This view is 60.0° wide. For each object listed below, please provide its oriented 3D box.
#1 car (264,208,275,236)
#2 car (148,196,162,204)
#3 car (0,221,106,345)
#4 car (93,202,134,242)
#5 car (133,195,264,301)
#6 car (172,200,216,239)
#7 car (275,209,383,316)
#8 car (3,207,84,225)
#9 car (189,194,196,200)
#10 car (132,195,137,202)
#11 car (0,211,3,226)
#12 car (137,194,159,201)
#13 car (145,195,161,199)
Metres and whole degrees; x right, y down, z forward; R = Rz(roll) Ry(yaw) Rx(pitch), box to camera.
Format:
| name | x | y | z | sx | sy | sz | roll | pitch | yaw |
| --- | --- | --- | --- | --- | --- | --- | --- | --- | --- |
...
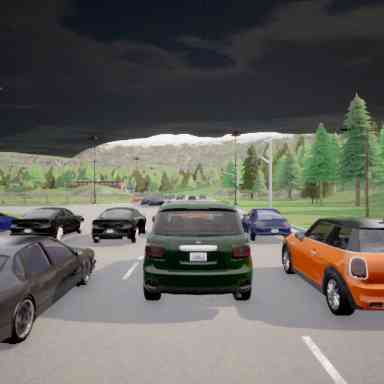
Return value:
| name | x | y | z | sx | sy | sz | roll | pitch | yaw |
| --- | --- | --- | --- | --- | --- | --- | --- | --- | --- |
| car | 3.610 | 1.526 | 16.792 | 1.812 | 1.442 | 4.674 | 0 | 0 | 0 |
| car | -7.288 | 1.525 | 65.912 | 1.812 | 1.442 | 4.674 | 0 | 0 | 5 |
| car | -3.400 | 1.547 | 6.306 | 2.033 | 1.411 | 5.357 | 0 | 0 | 0 |
| car | -3.392 | 1.478 | 16.271 | 1.882 | 1.535 | 5.008 | 0 | 0 | 0 |
| car | 0.107 | 1.221 | 8.482 | 2.150 | 2.045 | 5.566 | 0 | 0 | 0 |
| car | 0.110 | 1.351 | 18.206 | 2.097 | 1.767 | 4.553 | 0 | 0 | 0 |
| car | 3.600 | 1.352 | 7.683 | 2.097 | 1.767 | 4.553 | 0 | 0 | 0 |
| car | -6.892 | 1.478 | 16.438 | 1.882 | 1.535 | 5.008 | 0 | 0 | 0 |
| car | 0.047 | 1.478 | 93.405 | 1.882 | 1.535 | 5.008 | 0 | 0 | 0 |
| car | -10.745 | 1.352 | 68.043 | 2.097 | 1.767 | 4.553 | 0 | 0 | 4 |
| car | -10.392 | 1.526 | 16.523 | 1.812 | 1.442 | 4.674 | 0 | 0 | 0 |
| car | -6.472 | 1.351 | 54.890 | 2.097 | 1.767 | 4.553 | 0 | 0 | 26 |
| car | -4.573 | 1.601 | 50.846 | 1.895 | 1.301 | 4.718 | 0 | 0 | 30 |
